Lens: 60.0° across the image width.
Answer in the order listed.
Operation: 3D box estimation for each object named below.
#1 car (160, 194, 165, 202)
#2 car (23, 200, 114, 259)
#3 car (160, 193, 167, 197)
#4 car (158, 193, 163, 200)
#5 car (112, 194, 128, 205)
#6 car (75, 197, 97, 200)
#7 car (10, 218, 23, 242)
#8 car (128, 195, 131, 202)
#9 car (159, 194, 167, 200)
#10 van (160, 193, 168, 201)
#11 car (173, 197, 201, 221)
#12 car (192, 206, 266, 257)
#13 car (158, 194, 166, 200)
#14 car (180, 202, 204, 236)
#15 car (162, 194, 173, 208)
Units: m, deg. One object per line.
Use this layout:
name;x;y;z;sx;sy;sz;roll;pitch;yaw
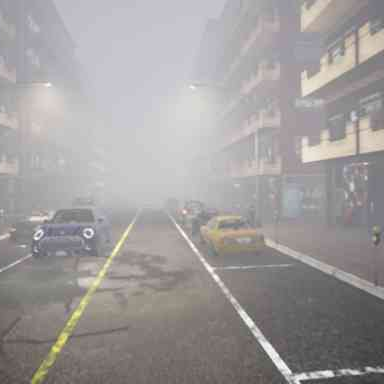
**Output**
car;-3.372;1.380;51.256;2.008;1.369;4.403;-2;0;-7
car;-4.452;1.372;12.835;2.097;1.767;4.553;-1;0;-7
car;-4.065;1.341;56.986;1.752;1.417;4.829;-2;0;-7
car;-5.392;1.232;67.940;1.967;1.590;4.097;-2;0;-7
car;-12.366;1.520;55.841;2.008;1.369;4.403;-2;0;-7
car;-9.012;1.348;28.032;2.192;1.841;5.009;-2;0;-7
car;-7.661;1.610;16.910;2.008;1.369;4.403;-2;0;-7
car;-13.046;1.272;61.401;2.192;1.841;5.009;-2;0;-7
car;-7.405;1.306;84.625;2.008;1.369;4.403;-2;0;-7
van;-6.740;1.108;79.062;1.690;1.788;3.998;-2;0;-7
car;-0.015;1.333;23.447;1.967;1.590;4.097;-2;0;-7
car;1.312;1.444;12.493;1.752;1.417;4.829;-2;0;-7
car;-8.078;1.288;90.186;1.887;1.381;4.507;-2;0;-7
car;0.661;1.472;17.886;1.947;1.339;4.313;-2;0;-7
car;-2.699;1.408;45.694;1.947;1.339;4.313;-2;0;-7
